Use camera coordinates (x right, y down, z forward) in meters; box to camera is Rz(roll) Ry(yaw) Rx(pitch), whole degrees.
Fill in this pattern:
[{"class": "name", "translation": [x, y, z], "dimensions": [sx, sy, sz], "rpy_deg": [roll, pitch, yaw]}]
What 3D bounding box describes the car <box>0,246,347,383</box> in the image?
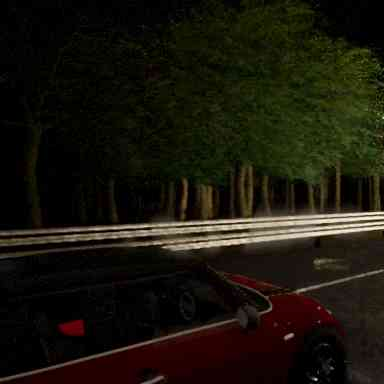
[{"class": "car", "translation": [-0.441, 1.361, 3.373], "dimensions": [4.553, 1.767, 2.097], "rpy_deg": [1, 0, -35]}]
